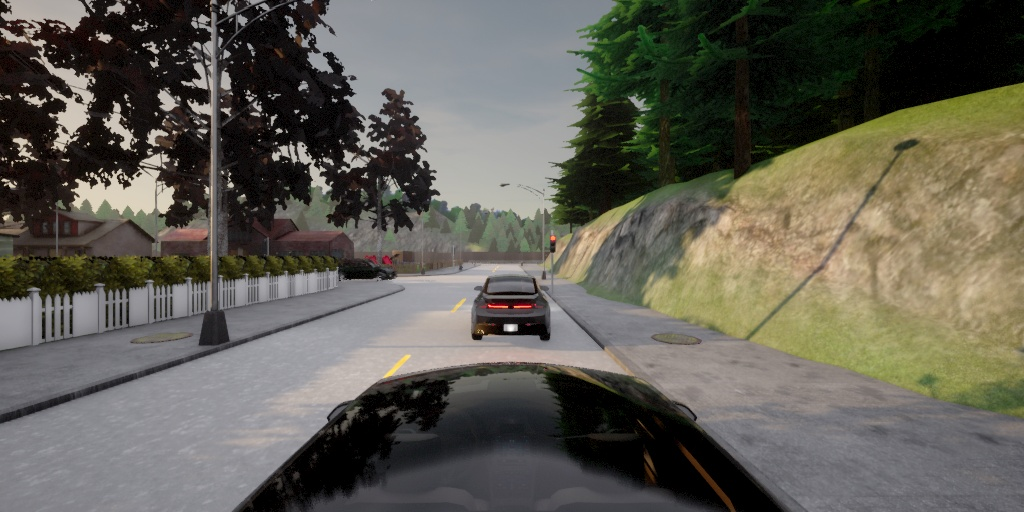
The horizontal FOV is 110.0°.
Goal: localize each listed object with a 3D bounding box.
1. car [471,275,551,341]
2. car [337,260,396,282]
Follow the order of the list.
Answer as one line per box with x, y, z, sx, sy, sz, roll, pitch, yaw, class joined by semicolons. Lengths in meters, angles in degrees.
-0.017;1.255;9.933;1.837;1.490;4.892;0;0;0;car
-11.580;1.101;28.421;4.553;1.767;2.097;0;0;-6;car
